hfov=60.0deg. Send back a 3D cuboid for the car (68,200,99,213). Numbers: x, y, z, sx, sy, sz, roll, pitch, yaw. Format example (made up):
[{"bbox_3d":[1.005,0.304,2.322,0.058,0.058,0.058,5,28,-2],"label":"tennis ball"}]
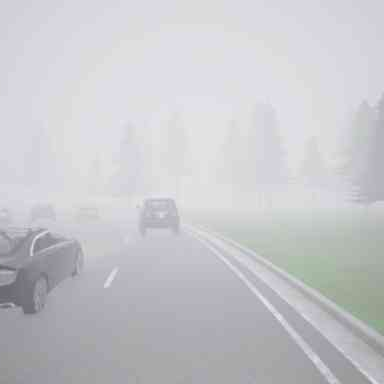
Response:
[{"bbox_3d":[-13.840,1.806,42.311,1.837,1.490,4.892,1,-1,-43],"label":"car"}]

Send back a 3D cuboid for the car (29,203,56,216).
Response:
[{"bbox_3d":[-13.251,1.726,29.394,2.128,1.511,4.902,0,0,-28],"label":"car"}]

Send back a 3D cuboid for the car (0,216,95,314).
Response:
[{"bbox_3d":[-3.892,1.556,7.629,2.128,1.511,4.902,0,0,-5],"label":"car"}]

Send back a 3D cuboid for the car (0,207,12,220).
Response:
[{"bbox_3d":[-15.195,1.833,25.943,1.895,1.301,4.718,0,0,-25],"label":"car"}]

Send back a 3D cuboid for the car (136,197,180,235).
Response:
[{"bbox_3d":[-2.075,1.333,19.808,2.150,2.045,5.566,0,0,-11],"label":"car"}]

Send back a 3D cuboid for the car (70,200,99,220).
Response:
[{"bbox_3d":[-9.834,1.693,30.364,1.882,1.535,5.008,0,-1,-28],"label":"car"}]
